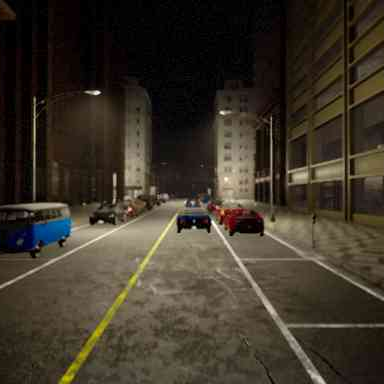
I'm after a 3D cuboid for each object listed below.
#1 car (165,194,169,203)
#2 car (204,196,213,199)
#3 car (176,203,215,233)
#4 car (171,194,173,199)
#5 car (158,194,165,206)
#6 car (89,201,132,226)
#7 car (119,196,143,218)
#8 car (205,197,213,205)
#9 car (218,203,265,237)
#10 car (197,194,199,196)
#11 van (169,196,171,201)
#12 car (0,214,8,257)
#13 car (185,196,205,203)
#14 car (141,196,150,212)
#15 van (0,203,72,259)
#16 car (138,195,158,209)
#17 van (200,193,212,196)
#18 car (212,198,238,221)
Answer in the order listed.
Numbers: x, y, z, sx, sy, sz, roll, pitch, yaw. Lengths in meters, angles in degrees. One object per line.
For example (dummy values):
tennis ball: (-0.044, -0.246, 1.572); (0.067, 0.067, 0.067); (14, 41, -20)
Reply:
car: (-5.813, 1.489, 62.846); (1.802, 1.307, 4.206); (1, 0, 0)
car: (2.700, 1.494, 40.352); (2.008, 1.369, 4.403); (1, 0, 0)
car: (0.112, 1.575, 19.643); (1.895, 1.301, 4.718); (0, 0, 0)
car: (-5.806, 1.434, 74.095); (1.887, 1.381, 4.507); (1, 0, 0)
car: (-5.817, 1.365, 51.597); (1.967, 1.590, 4.097); (1, 0, 0)
car: (-5.835, 1.535, 23.476); (1.947, 1.339, 4.313); (1, 0, 0)
car: (-5.831, 1.401, 29.100); (1.967, 1.590, 4.097); (1, 0, 0)
car: (2.697, 1.497, 34.727); (1.887, 1.381, 4.507); (1, 0, 0)
car: (2.687, 1.521, 17.854); (1.887, 1.381, 4.507); (1, 0, 0)
car: (2.719, 1.213, 68.475); (2.192, 1.841, 5.009); (1, 0, 0)
van: (-5.807, 1.239, 68.470); (1.690, 1.788, 3.998); (1, 0, 0)
car: (-5.844, 1.432, 6.602); (1.967, 1.590, 4.097); (1, 0, 0)
car: (0.123, 1.492, 39.577); (2.033, 1.411, 5.357); (0, 0, 0)
car: (-5.829, 1.478, 34.554); (1.752, 1.417, 4.829); (1, 0, 0)
van: (-5.839, 1.325, 12.227); (1.690, 1.788, 3.998); (1, 0, 0)
car: (-5.823, 1.258, 40.348); (2.192, 1.841, 5.009); (1, 0, 0)
van: (2.712, 1.257, 57.225); (1.690, 1.788, 3.998); (1, 0, 0)
car: (2.692, 1.409, 23.478); (1.967, 1.590, 4.097); (1, 0, 0)
